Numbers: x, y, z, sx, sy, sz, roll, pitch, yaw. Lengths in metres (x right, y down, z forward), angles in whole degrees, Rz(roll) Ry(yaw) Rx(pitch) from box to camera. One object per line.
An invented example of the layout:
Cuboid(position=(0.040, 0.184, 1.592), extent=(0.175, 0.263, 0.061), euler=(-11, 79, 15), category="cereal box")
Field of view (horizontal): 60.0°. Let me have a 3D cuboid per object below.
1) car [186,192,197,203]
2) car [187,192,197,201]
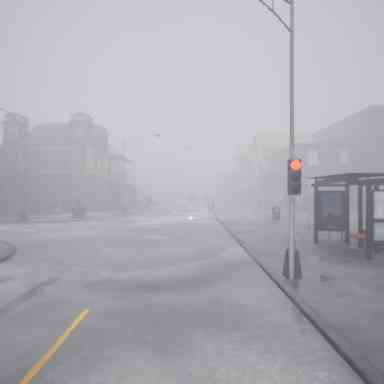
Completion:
Cuboid(position=(-0.057, 1.347, 67.248), extent=(2.097, 1.767, 4.553), euler=(0, 0, 0), category="car")
Cuboid(position=(-0.066, 1.052, 77.312), extent=(2.150, 2.045, 5.566), euler=(0, 0, 0), category="car")
